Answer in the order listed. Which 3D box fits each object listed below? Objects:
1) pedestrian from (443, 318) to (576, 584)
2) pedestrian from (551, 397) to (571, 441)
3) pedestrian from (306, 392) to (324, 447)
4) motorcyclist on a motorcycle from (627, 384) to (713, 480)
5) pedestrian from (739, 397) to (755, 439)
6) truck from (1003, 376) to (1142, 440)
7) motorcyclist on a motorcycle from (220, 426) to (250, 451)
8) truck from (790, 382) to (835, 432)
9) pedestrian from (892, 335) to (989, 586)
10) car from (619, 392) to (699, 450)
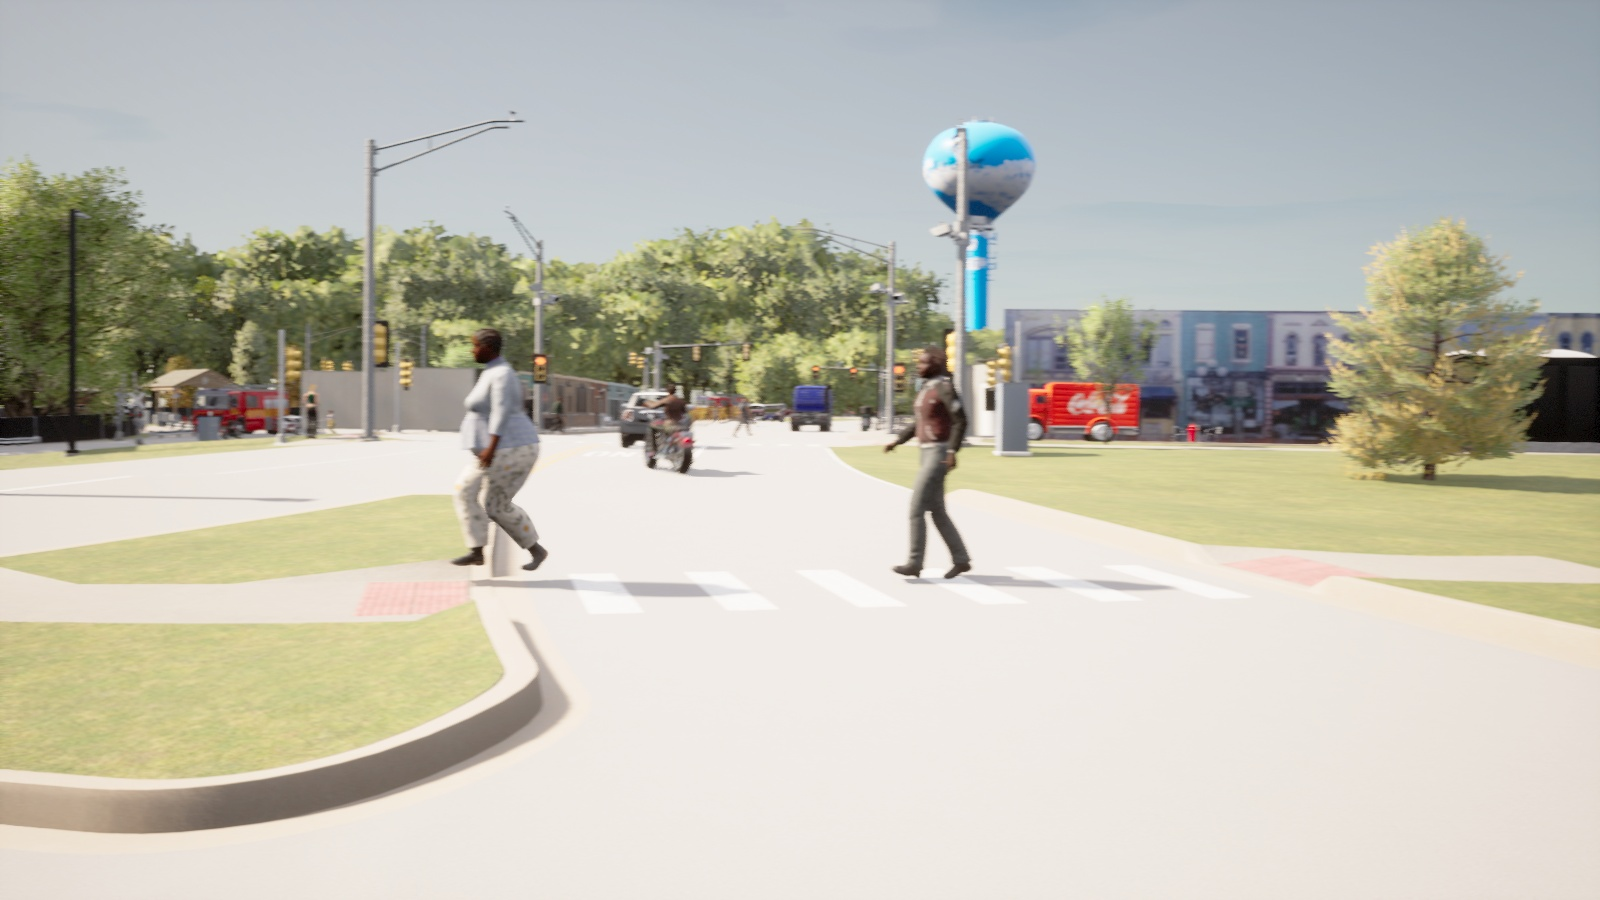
[{"bbox_3d":[-2.159,-0.002,9.285,0.900,1.855,0.874,-1,1,-16],"label":"pedestrian"},{"bbox_3d":[-10.821,-1.400,56.819,0.788,1.949,0.423,0,1,6],"label":"pedestrian"},{"bbox_3d":[-16.070,-1.007,41.604,0.345,1.836,0.594,0,1,3],"label":"pedestrian"},{"bbox_3d":[-2.398,-0.361,22.932,0.766,1.649,2.350,0,2,-26],"label":"motorcyclist on a motorcycle"},{"bbox_3d":[-2.387,-1.439,56.585,0.694,1.848,0.540,0,1,0],"label":"pedestrian"},{"bbox_3d":[10.848,-1.658,50.385,5.204,2.467,2.627,0,1,5],"label":"truck"},{"bbox_3d":[-39.503,-0.812,87.846,0.766,1.649,2.350,0,3,9],"label":"motorcyclist on a motorcycle"},{"bbox_3d":[0.987,-3.108,91.317,2.891,3.462,7.936,0,2,3],"label":"truck"},{"bbox_3d":[1.105,0.074,9.900,0.666,1.930,0.402,0,1,-10],"label":"pedestrian"},{"bbox_3d":[-3.784,-0.796,34.243,1.970,1.475,3.806,0,2,-3],"label":"car"}]
